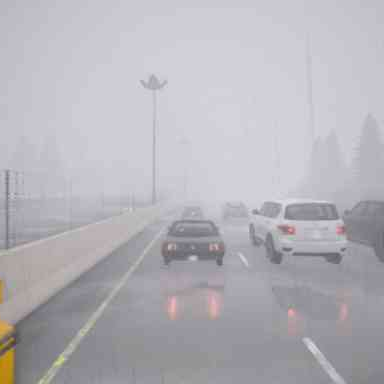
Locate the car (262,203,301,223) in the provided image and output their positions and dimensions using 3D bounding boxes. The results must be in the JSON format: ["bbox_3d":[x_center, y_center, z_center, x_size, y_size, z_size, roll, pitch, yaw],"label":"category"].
[{"bbox_3d":[7.053,1.640,26.786,1.895,1.301,4.718,0,0,0],"label":"car"}]

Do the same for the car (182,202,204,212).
[{"bbox_3d":[0.062,1.569,29.212,1.812,1.442,4.674,0,0,0],"label":"car"}]

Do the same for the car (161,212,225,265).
[{"bbox_3d":[0.053,1.619,11.784,1.895,1.301,4.718,0,0,0],"label":"car"}]

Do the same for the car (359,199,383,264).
[{"bbox_3d":[7.056,1.239,11.998,2.150,2.045,5.566,0,0,0],"label":"car"}]

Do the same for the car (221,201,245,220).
[{"bbox_3d":[3.560,1.534,28.238,2.128,1.511,4.902,0,0,0],"label":"car"}]

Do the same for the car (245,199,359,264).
[{"bbox_3d":[3.554,1.242,12.102,2.150,2.045,5.566,0,0,0],"label":"car"}]
